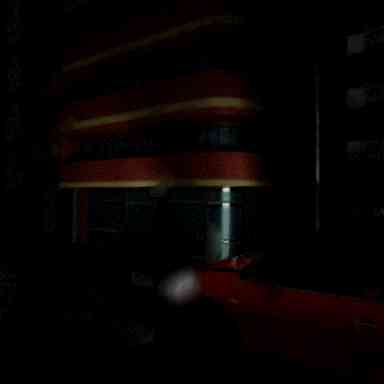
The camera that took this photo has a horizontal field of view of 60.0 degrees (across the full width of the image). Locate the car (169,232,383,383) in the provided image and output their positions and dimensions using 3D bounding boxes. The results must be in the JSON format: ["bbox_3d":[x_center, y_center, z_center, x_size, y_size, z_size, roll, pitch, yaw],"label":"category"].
[{"bbox_3d":[1.861,1.357,4.503,4.553,1.767,2.097,0,3,34],"label":"car"}]
